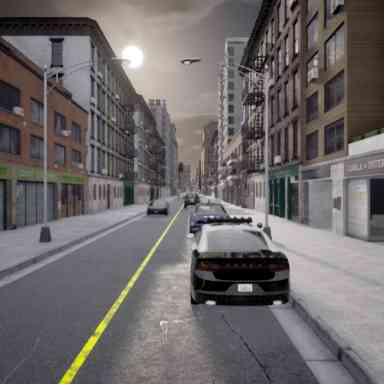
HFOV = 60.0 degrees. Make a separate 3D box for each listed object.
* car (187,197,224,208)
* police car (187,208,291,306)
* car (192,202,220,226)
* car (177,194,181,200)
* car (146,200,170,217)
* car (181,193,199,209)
[{"bbox_3d":[0.911,1.345,18.093,2.097,1.767,4.553,0,0,0],"label":"car"},{"bbox_3d":[0.905,1.423,8.233,1.930,1.638,5.238,0,0,0],"label":"police car"},{"bbox_3d":[0.916,1.517,24.123,1.812,1.442,4.674,0,0,0],"label":"car"},{"bbox_3d":[-2.940,1.355,88.879,2.128,1.511,4.902,0,0,0],"label":"car"},{"bbox_3d":[-3.079,1.463,31.142,1.882,1.535,5.008,0,0,0],"label":"car"},{"bbox_3d":[0.034,1.189,45.215,2.150,2.045,5.566,0,0,0],"label":"car"}]
